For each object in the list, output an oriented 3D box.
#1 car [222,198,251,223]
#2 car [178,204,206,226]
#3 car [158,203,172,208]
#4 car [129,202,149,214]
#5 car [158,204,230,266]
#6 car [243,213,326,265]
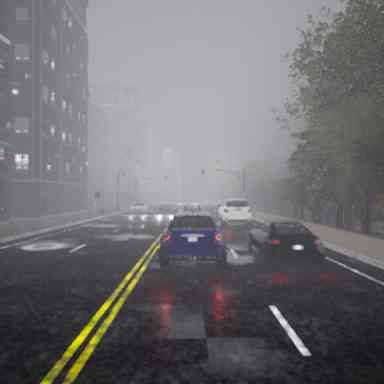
[{"bbox_3d":[3.277,1.514,26.135,2.150,2.045,5.566,0,0,1],"label":"car"},{"bbox_3d":[0.039,1.797,27.312,2.128,1.511,4.902,0,-1,1],"label":"car"},{"bbox_3d":[-3.296,2.082,42.731,1.895,1.301,4.718,0,-1,1],"label":"car"},{"bbox_3d":[-6.555,1.992,41.450,1.812,1.442,4.674,0,-1,0],"label":"car"},{"bbox_3d":[0.040,1.487,12.231,2.097,1.767,4.553,0,-1,1],"label":"car"},{"bbox_3d":[3.293,1.701,12.281,1.994,1.385,4.181,0,-1,0],"label":"car"}]
